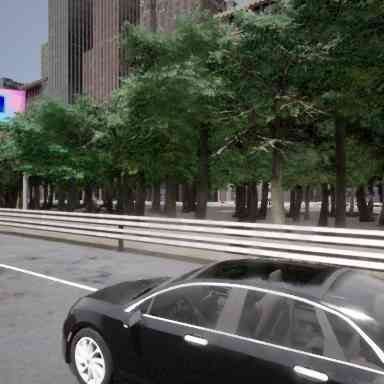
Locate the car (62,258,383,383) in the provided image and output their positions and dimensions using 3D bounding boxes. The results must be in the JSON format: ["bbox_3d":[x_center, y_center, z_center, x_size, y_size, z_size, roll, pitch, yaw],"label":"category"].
[{"bbox_3d":[0.576,1.505,3.585,4.892,1.490,1.837,0,0,36],"label":"car"}]
